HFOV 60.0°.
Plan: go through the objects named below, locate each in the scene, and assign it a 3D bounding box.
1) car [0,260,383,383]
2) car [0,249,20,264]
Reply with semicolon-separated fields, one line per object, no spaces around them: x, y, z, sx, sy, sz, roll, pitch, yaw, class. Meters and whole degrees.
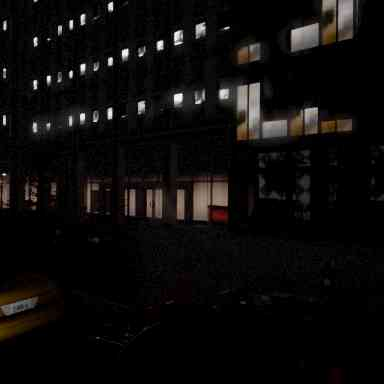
0.543;1.440;2.478;4.097;1.590;1.967;0;1;36;car
-4.215;1.524;5.888;4.829;1.417;1.752;0;1;36;car
